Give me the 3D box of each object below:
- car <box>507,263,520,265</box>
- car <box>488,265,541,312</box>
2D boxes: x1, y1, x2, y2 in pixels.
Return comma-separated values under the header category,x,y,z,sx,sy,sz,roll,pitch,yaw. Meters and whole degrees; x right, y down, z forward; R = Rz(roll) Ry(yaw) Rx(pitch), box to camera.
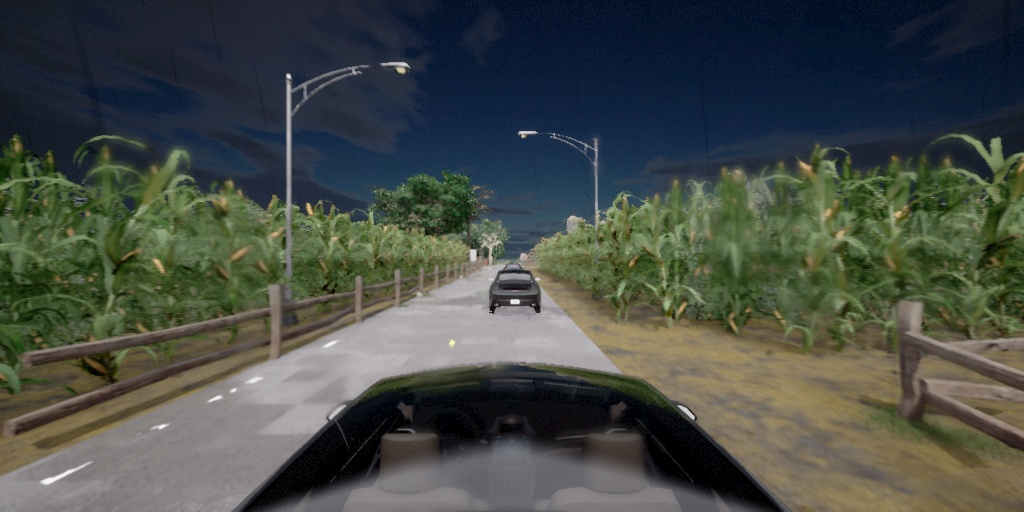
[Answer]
category,x,y,z,sx,sy,sz,roll,pitch,yaw
car,0.101,1.342,31.924,1.994,1.385,4.181,0,0,0
car,0.102,1.265,14.231,1.837,1.490,4.892,0,0,0
